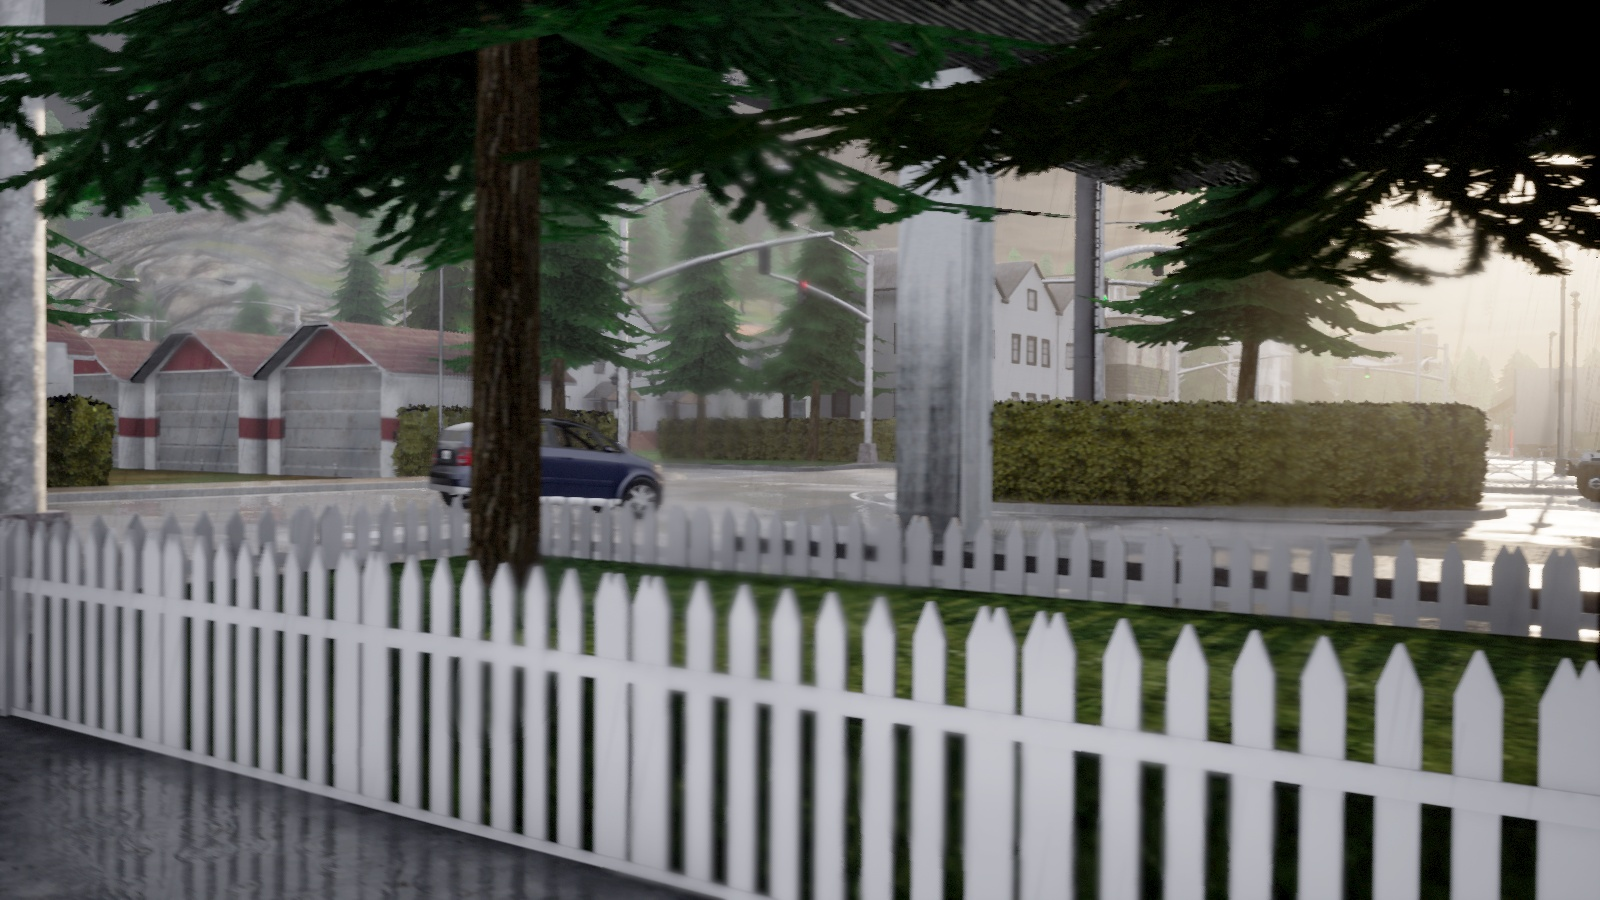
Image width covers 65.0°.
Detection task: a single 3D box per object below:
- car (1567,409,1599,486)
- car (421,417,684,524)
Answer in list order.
[{"bbox_3d":[20.927,-0.078,30.471,3.866,1.878,1.905,0,1,34],"label":"car"},{"bbox_3d":[-3.972,0.353,20.322,3.705,1.549,1.789,3,-1,-33],"label":"car"}]
